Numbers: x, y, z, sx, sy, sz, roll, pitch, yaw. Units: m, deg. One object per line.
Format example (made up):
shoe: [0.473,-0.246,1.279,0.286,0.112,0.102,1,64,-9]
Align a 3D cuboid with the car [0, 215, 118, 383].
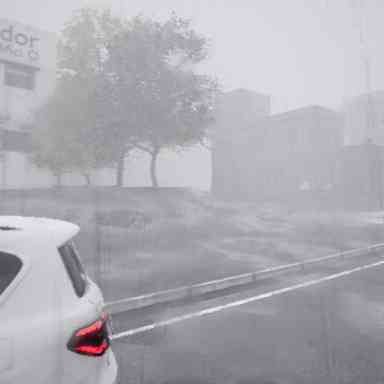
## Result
car: [-3.187,1.219,1.719,5.566,2.045,2.150,0,0,-35]
